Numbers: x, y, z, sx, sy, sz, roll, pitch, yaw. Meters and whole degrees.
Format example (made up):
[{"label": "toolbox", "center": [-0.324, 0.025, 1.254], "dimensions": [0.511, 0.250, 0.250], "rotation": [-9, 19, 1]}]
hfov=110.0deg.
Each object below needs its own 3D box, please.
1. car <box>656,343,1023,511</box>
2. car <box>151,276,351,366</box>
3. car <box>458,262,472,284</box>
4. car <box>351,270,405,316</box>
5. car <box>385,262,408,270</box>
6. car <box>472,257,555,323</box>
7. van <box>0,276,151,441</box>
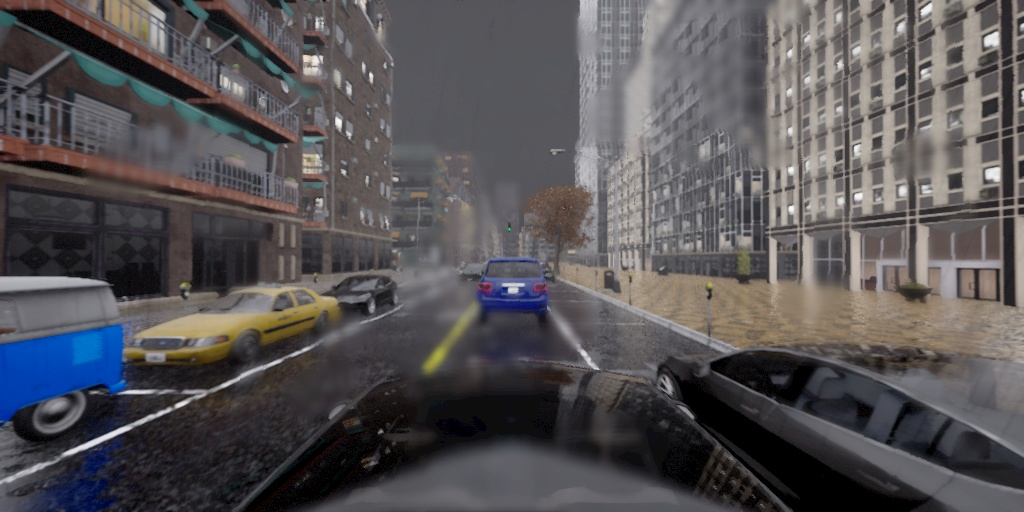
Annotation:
[{"label": "car", "center": [2.692, 1.323, 2.784], "dimensions": [1.948, 1.339, 4.313], "rotation": [0, 0, 0]}, {"label": "car", "center": [-5.691, 1.321, 8.136], "dimensions": [1.751, 1.417, 4.829], "rotation": [0, 0, 0]}, {"label": "car", "center": [-3.089, 1.304, 29.398], "dimensions": [2.097, 1.767, 4.553], "rotation": [0, 0, 0]}, {"label": "car", "center": [-5.692, 1.401, 13.828], "dimensions": [1.948, 1.339, 4.313], "rotation": [0, 0, 0]}, {"label": "car", "center": [-16.444, 1.441, 48.889], "dimensions": [4.403, 1.370, 2.007], "rotation": [0, 0, -1]}, {"label": "car", "center": [0.064, 1.052, 12.662], "dimensions": [2.150, 2.045, 5.566], "rotation": [0, 0, 1]}, {"label": "van", "center": [-5.690, 1.098, 2.783], "dimensions": [1.690, 1.789, 3.998], "rotation": [0, 0, 0]}]
